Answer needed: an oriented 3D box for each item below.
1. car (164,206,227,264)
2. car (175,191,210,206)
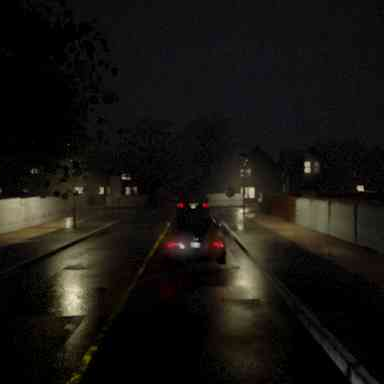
[{"bbox_3d":[0.083,1.412,11.239,2.033,1.411,5.357,0,1,0],"label":"car"},{"bbox_3d":[0.052,0.951,22.807,2.150,2.045,5.566,0,1,-1],"label":"car"}]
